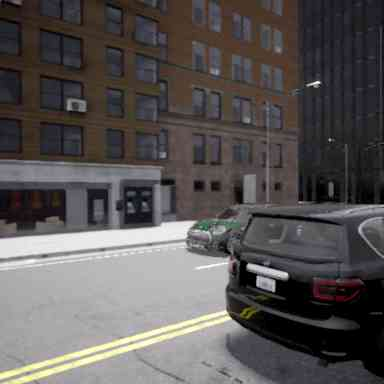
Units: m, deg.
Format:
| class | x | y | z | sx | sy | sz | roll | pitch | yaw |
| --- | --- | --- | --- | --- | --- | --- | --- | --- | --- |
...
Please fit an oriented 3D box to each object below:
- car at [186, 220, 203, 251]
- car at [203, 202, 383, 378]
| class | x | y | z | sx | sy | sz | roll | pitch | yaw |
| --- | --- | --- | --- | --- | --- | --- | --- | --- | --- |
| car | 1.988 | 1.300 | 13.075 | 4.553 | 1.767 | 2.097 | -1 | 0 | -35 |
| car | 3.096 | 1.192 | 5.649 | 5.566 | 2.045 | 2.150 | -1 | 0 | -35 |
